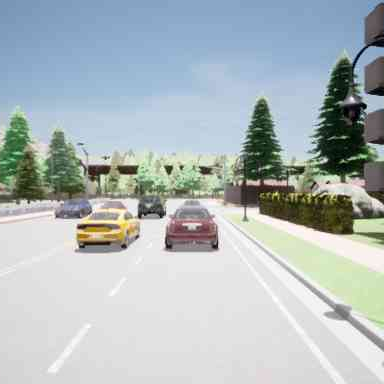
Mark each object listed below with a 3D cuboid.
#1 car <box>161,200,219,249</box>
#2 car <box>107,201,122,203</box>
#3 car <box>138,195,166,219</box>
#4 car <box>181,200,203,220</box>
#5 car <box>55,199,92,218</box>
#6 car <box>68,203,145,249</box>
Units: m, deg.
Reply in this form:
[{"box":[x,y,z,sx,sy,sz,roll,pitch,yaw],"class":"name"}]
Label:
[{"box":[0.000,1.365,14.620,2.097,1.767,4.553,0,0,0],"class":"car"},{"box":[-7.000,1.559,29.780,1.812,1.442,4.674,0,0,0],"class":"car"},{"box":[-3.500,1.257,29.680,2.150,2.045,5.566,0,0,0],"class":"car"},{"box":[0.000,1.515,29.650,1.837,1.490,4.892,0,0,0],"class":"car"},{"box":[-10.500,1.403,29.810,2.097,1.767,4.553,0,0,0],"class":"car"},{"box":[-3.500,1.484,14.650,1.882,1.535,5.008,0,0,0],"class":"car"}]
